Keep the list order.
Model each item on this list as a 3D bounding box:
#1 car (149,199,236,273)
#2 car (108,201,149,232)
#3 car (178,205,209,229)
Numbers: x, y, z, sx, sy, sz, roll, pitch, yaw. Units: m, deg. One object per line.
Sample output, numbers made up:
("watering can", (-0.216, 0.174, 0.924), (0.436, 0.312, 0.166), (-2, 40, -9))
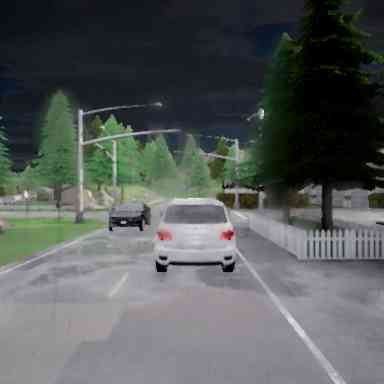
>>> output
("car", (0.088, 1.227, 10.788), (2.150, 2.045, 5.566), (0, 0, 0))
("car", (-3.525, 1.291, 19.573), (1.882, 1.535, 5.008), (0, 0, 0))
("car", (0.132, 1.610, 22.823), (1.895, 1.301, 4.718), (0, 0, 1))
